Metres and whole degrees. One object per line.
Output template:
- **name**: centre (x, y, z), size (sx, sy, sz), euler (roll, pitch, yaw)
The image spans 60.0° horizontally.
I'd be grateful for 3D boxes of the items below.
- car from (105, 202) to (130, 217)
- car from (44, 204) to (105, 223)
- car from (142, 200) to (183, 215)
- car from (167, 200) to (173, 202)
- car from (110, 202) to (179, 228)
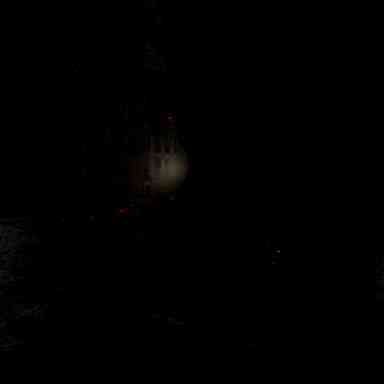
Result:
- **car**: centre (-6.273, 1.633, 30.933), size (1.802, 1.307, 4.206), euler (-1, 0, 35)
- **car**: centre (-9.474, 1.619, 26.438), size (1.947, 1.339, 4.313), euler (-1, 0, 35)
- **car**: centre (-3.072, 1.594, 35.428), size (1.887, 1.381, 4.507), euler (-1, 0, 35)
- **car**: centre (0.264, 1.431, 26.280), size (1.967, 1.590, 4.097), euler (-1, 0, 35)
- **car**: centre (-2.937, 1.574, 21.783), size (1.802, 1.307, 4.206), euler (-1, 0, 35)
